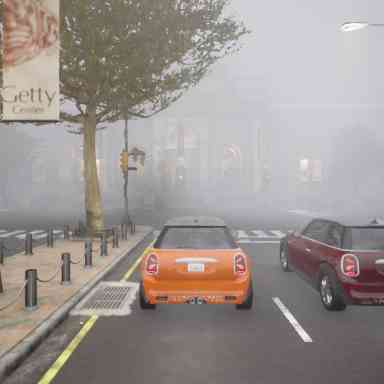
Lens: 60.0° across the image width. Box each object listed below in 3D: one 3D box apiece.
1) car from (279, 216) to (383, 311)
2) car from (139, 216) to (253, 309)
[{"bbox_3d":[3.584,1.352,7.907,2.097,1.767,4.553,0,0,0],"label":"car"},{"bbox_3d":[0.084,1.352,8.003,2.097,1.767,4.553,0,0,0],"label":"car"}]
